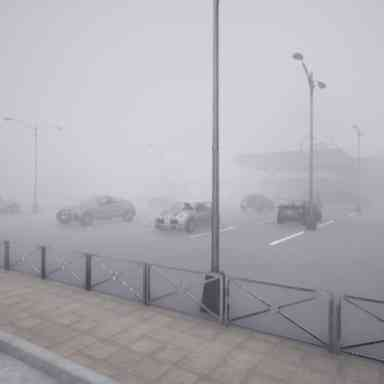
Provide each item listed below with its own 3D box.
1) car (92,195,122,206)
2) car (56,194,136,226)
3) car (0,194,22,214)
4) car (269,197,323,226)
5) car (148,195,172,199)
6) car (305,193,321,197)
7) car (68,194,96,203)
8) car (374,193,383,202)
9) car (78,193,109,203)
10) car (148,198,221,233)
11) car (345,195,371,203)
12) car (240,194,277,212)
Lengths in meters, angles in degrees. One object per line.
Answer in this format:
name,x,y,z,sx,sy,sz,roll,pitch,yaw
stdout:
car,-11.769,1.140,46.187,1.845,1.501,3.633,0,0,33
car,-5.681,1.081,20.403,2.152,1.636,5.027,0,0,33
car,-16.349,0.943,27.467,1.905,1.878,3.866,0,0,33
car,6.793,1.268,20.985,2.007,1.523,4.514,0,0,33
car,-3.460,1.166,40.635,2.007,1.523,4.514,0,0,33
car,13.618,1.014,37.909,1.905,1.878,3.866,0,0,33
car,-20.053,1.082,60.814,2.007,1.523,4.514,0,0,33
car,39.587,1.241,68.283,3.866,1.878,1.905,0,0,33
car,-17.408,1.088,59.126,2.152,1.636,5.027,0,0,33
car,-0.152,1.190,17.130,1.970,1.475,3.806,0,0,33
car,32.844,1.392,65.958,4.611,1.667,2.242,0,0,33
car,6.533,1.025,33.164,1.932,1.855,4.605,0,0,33
